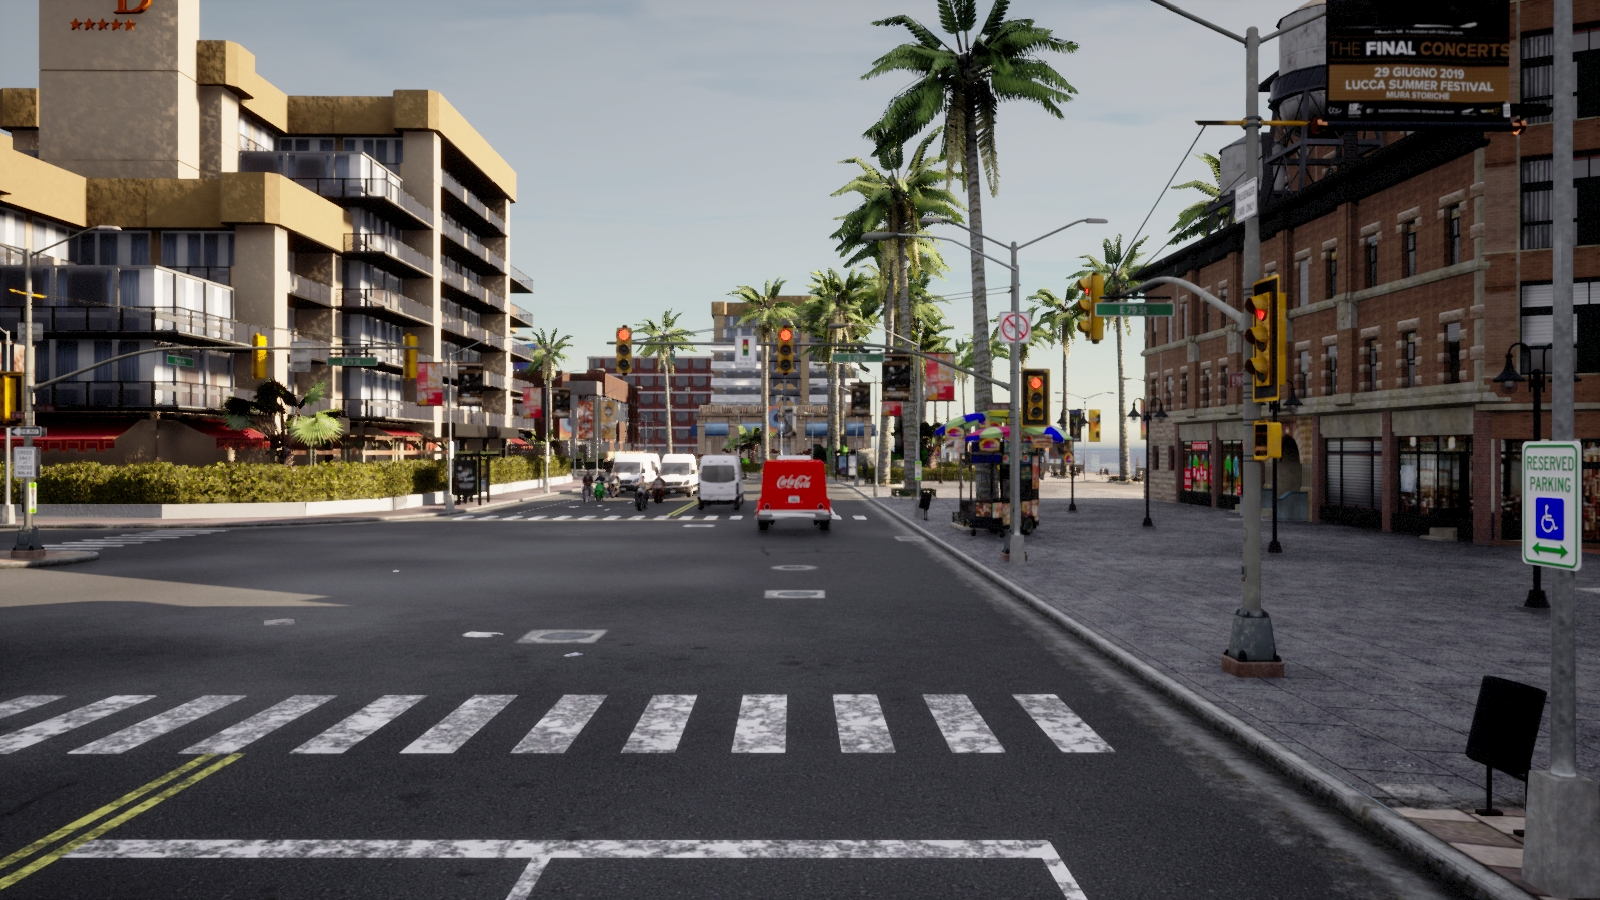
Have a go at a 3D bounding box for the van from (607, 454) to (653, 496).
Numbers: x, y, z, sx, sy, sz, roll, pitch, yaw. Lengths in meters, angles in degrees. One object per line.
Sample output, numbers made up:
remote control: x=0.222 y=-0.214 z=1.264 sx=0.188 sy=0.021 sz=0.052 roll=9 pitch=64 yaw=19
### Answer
van: x=-10.790 y=1.534 z=73.069 sx=1.988 sy=2.561 sz=5.915 roll=0 pitch=0 yaw=1

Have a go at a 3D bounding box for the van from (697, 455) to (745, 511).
van: x=-3.789 y=1.534 z=55.726 sx=1.988 sy=2.561 sz=5.915 roll=0 pitch=0 yaw=0

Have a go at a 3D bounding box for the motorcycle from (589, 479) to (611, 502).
motorcycle: x=-10.854 y=2.181 z=62.004 sx=0.856 sy=1.236 sz=1.805 roll=0 pitch=-1 yaw=0

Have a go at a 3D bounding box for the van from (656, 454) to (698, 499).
van: x=-7.388 y=1.534 z=69.195 sx=1.988 sy=2.561 sz=5.915 roll=0 pitch=0 yaw=-1

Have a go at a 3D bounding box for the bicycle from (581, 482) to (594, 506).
bicycle: x=-10.802 y=2.210 z=58.019 sx=0.329 sy=1.171 sz=1.835 roll=0 pitch=0 yaw=0

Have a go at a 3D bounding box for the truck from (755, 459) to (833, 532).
truck: x=-0.217 y=1.568 z=41.459 sx=2.627 sy=2.467 sz=5.204 roll=0 pitch=0 yaw=0

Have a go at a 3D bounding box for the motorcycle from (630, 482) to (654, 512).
motorcycle: x=-7.275 y=2.170 z=52.704 sx=0.764 sy=1.277 sz=2.356 roll=0 pitch=0 yaw=0

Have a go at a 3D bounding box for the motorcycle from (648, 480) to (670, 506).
motorcycle: x=-7.320 y=2.205 z=59.361 sx=0.867 sy=1.251 sz=2.209 roll=0 pitch=0 yaw=0

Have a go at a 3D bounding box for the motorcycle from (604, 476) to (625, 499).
motorcycle: x=-10.873 y=2.205 z=66.957 sx=0.867 sy=1.251 sz=2.209 roll=0 pitch=0 yaw=0
